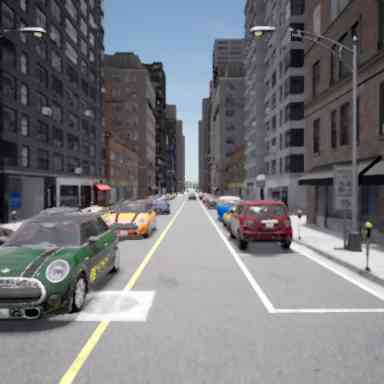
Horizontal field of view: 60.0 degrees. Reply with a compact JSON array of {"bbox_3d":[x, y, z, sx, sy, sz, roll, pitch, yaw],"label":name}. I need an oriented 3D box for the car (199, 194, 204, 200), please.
[{"bbox_3d":[2.802,1.231,58.216,1.967,1.590,4.097,-1,0,0],"label":"car"}]

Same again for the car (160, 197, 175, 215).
[{"bbox_3d":[-3.056,1.460,32.136,1.994,1.385,4.181,0,0,0],"label":"car"}]

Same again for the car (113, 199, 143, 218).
[{"bbox_3d":[-5.747,1.437,30.529,1.752,1.417,4.829,-1,0,0],"label":"car"}]

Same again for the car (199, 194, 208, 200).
[{"bbox_3d":[2.826,1.292,80.237,1.947,1.339,4.313,-1,0,0],"label":"car"}]

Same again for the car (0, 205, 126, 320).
[{"bbox_3d":[-3.095,1.348,7.591,2.097,1.767,4.553,0,0,0],"label":"car"}]

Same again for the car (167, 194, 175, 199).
[{"bbox_3d":[-5.689,1.276,91.255,2.008,1.369,4.403,-1,0,0],"label":"car"}]

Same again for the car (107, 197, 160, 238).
[{"bbox_3d":[-3.085,1.308,17.386,2.097,1.767,4.553,0,0,0],"label":"car"}]

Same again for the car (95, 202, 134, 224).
[{"bbox_3d":[-5.751,1.498,25.193,1.947,1.339,4.313,-1,0,0],"label":"car"}]

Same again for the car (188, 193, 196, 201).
[{"bbox_3d":[0.069,1.266,76.312,1.812,1.442,4.674,0,0,0],"label":"car"}]

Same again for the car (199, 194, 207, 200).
[{"bbox_3d":[2.830,1.256,85.741,1.887,1.381,4.507,-1,0,0],"label":"car"}]

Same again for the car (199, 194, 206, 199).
[{"bbox_3d":[2.836,1.241,91.246,1.887,1.381,4.507,-1,0,0],"label":"car"}]

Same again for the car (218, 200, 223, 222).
[{"bbox_3d":[2.768,1.450,19.851,1.752,1.417,4.829,-1,0,0],"label":"car"}]

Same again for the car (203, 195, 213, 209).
[{"bbox_3d":[2.789,1.394,41.700,2.008,1.369,4.403,-1,0,0],"label":"car"}]

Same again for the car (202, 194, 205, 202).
[{"bbox_3d":[2.794,1.370,47.205,1.887,1.381,4.507,-1,0,0],"label":"car"}]

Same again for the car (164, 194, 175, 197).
[{"bbox_3d":[-5.701,1.195,80.244,1.967,1.590,4.097,-1,0,0],"label":"car"}]

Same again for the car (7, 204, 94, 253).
[{"bbox_3d":[-5.763,1.417,14.183,1.967,1.590,4.097,-1,0,0],"label":"car"}]

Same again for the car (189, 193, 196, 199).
[{"bbox_3d":[0.079,1.116,86.586,1.837,1.490,4.892,0,0,0],"label":"car"}]

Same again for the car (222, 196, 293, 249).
[{"bbox_3d":[2.759,1.263,14.175,2.192,1.841,5.009,-1,0,0],"label":"car"}]

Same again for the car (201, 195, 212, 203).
[{"bbox_3d":[2.810,1.318,63.721,1.887,1.381,4.507,-1,0,0],"label":"car"}]

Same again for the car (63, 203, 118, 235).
[{"bbox_3d":[-5.757,1.480,19.518,1.752,1.417,4.829,-1,0,0],"label":"car"}]

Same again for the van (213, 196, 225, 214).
[{"bbox_3d":[2.770,1.244,25.184,1.690,1.788,3.998,-1,0,0],"label":"van"}]
